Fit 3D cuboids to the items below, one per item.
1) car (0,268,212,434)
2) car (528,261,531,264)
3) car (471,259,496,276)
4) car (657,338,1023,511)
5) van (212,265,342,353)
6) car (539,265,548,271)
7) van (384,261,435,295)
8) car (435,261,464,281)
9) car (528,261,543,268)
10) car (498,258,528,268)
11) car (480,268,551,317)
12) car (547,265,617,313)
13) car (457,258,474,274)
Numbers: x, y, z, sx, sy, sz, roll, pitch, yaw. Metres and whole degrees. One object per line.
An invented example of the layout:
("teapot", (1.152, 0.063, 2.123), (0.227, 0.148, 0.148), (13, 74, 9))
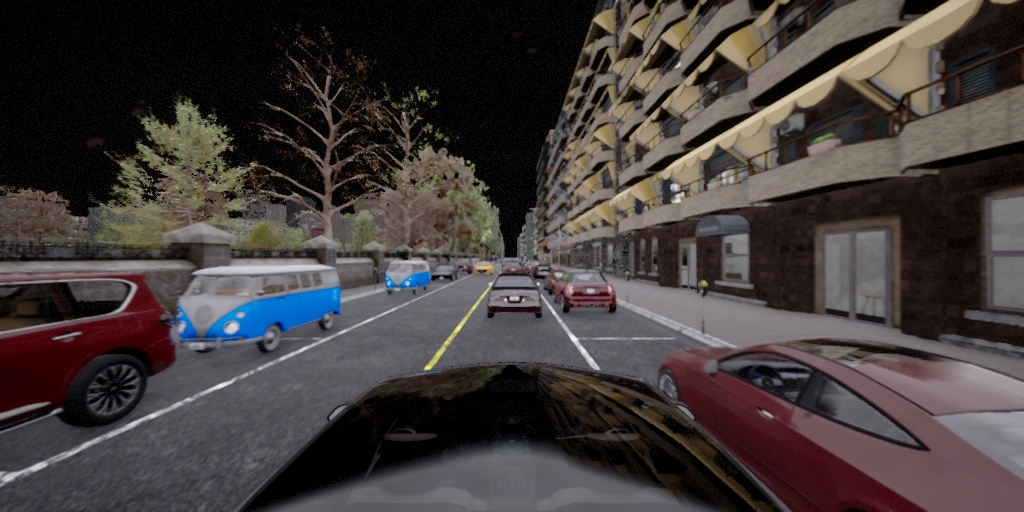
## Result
("car", (-5.688, 1.068, 2.940), (2.192, 1.841, 5.009), (0, 0, 0))
("car", (2.702, 1.315, 42.349), (1.967, 1.591, 4.097), (0, 0, 0))
("car", (-3.086, 1.344, 39.682), (1.882, 1.535, 5.008), (0, 0, 0))
("car", (2.692, 1.336, 2.937), (1.802, 1.307, 4.207), (0, 0, 0))
("van", (-5.687, 1.111, 8.570), (1.690, 1.789, 3.998), (0, 0, 0))
("car", (2.696, 1.385, 19.829), (1.802, 1.307, 4.207), (0, 0, 0))
("van", (-5.684, 1.144, 19.831), (1.690, 1.789, 3.998), (0, 0, 0))
("car", (-5.682, 1.404, 31.092), (1.948, 1.339, 4.313), (0, 0, 0))
("car", (2.699, 1.403, 31.090), (1.948, 1.339, 4.313), (0, 0, 0))
("car", (0.101, 1.196, 33.111), (2.097, 1.767, 4.553), (0, 0, 0))
("car", (0.089, 1.332, 13.312), (2.033, 1.411, 5.357), (0, 0, 0))
("car", (2.695, 1.227, 14.199), (1.967, 1.591, 4.097), (0, 0, 0))
("car", (-5.678, 1.190, 42.352), (2.192, 1.841, 5.009), (0, 0, 0))
